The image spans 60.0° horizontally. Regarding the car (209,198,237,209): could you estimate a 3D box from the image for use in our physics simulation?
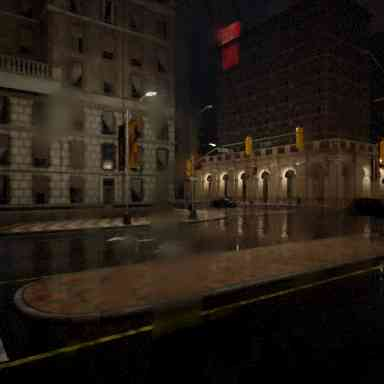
[{"bbox_3d":[4.242,1.562,45.901,1.994,1.385,4.181,0,0,-36],"label":"car"}]

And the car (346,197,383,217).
[{"bbox_3d":[16.402,1.350,29.780,2.097,1.767,4.553,0,0,-44],"label":"car"}]
